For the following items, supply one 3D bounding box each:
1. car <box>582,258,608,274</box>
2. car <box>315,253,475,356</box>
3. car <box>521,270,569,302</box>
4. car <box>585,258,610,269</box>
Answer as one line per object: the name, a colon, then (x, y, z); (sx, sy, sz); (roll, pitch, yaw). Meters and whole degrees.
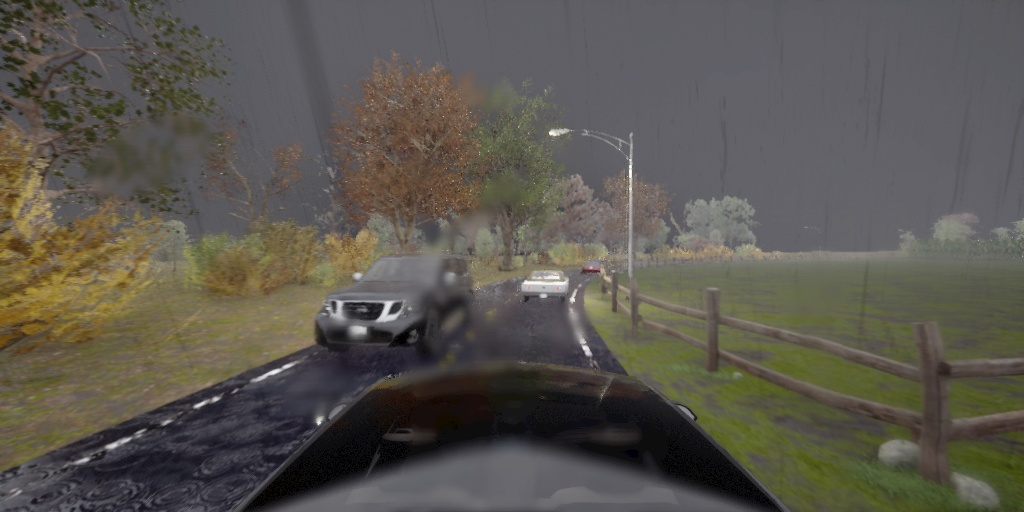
car: (8.834, 1.113, 37.994); (1.994, 1.385, 4.181); (1, 1, 25)
car: (-2.389, 0.948, 8.993); (2.150, 2.045, 5.566); (0, 0, 6)
car: (1.679, 1.319, 16.757); (1.895, 1.301, 4.718); (0, 0, 10)
car: (11.762, 0.998, 49.025); (1.994, 1.385, 4.181); (1, 1, 34)
